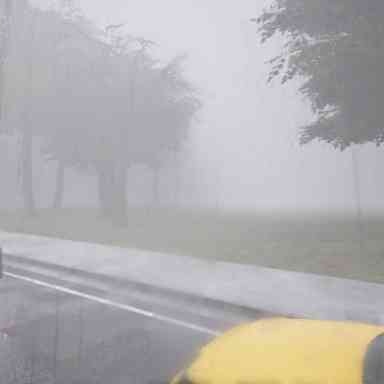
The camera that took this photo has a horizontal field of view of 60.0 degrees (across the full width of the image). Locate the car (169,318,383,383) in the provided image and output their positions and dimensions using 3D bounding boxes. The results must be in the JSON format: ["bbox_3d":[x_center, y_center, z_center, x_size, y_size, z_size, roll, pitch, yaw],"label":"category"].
[{"bbox_3d":[2.300,1.457,1.922,5.366,1.575,1.801,0,0,35],"label":"car"}]

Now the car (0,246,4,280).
[{"bbox_3d":[-6.532,1.505,8.216,4.792,1.488,2.163,0,0,35],"label":"car"}]
